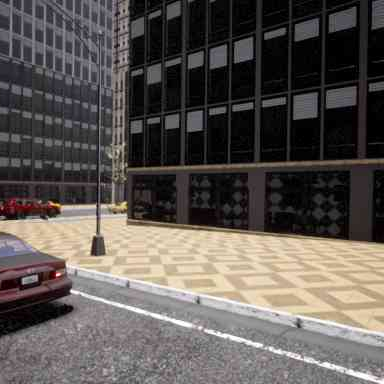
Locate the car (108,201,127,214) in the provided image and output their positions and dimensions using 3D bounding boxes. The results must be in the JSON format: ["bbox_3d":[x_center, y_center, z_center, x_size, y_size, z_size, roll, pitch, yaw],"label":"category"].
[{"bbox_3d":[-7.603,1.830,39.010,1.752,1.417,4.829,1,0,37],"label":"car"}]

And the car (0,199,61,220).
[{"bbox_3d":[-14.424,1.519,29.816,2.192,1.841,5.009,1,0,37],"label":"car"}]

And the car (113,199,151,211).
[{"bbox_3d":[-8.454,1.814,47.563,2.033,1.411,5.357,1,0,37],"label":"car"}]

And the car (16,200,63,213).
[{"bbox_3d":[-17.898,1.643,39.199,1.752,1.417,4.829,1,0,37],"label":"car"}]

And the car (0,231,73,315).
[{"bbox_3d":[-4.819,1.544,7.137,5.357,1.411,2.033,0,0,35],"label":"car"}]
